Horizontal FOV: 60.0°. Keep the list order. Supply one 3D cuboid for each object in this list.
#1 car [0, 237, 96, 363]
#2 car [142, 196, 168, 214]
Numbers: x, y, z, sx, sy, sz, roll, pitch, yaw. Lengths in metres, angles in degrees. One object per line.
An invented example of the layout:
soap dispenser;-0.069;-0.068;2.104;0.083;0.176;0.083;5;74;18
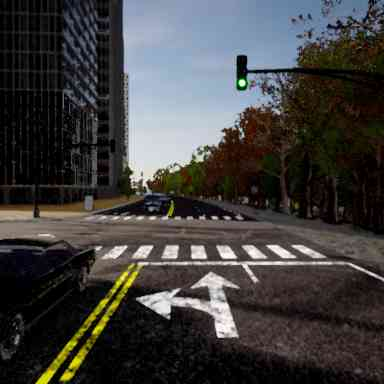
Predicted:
car;-3.269;1.576;5.938;1.895;1.301;4.718;0;0;0
car;-3.822;1.371;32.951;2.128;1.511;4.902;0;0;-2
